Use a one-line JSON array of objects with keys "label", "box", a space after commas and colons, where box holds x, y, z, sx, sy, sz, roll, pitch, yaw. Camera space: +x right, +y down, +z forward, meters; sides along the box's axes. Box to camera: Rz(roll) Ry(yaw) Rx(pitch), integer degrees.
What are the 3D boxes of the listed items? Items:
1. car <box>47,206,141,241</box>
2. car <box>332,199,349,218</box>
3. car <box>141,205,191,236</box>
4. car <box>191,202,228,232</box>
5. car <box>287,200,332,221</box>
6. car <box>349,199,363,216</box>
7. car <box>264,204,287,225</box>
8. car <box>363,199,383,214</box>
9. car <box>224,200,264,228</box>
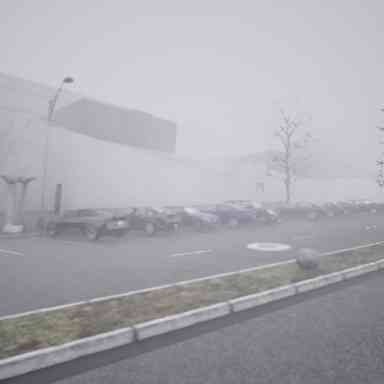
[{"label": "car", "box": [-5.221, 1.526, 16.656, 4.792, 1.488, 2.163, -1, 0, 33]}, {"label": "car", "box": [10.922, 1.515, 29.587, 4.892, 1.521, 2.231, 0, 0, 30]}, {"label": "car", "box": [-2.836, 1.496, 18.420, 4.892, 1.521, 2.231, -1, 0, 33]}, {"label": "car", "box": [-0.502, 1.535, 20.238, 4.674, 1.452, 2.002, -1, -1, 33]}, {"label": "car", "box": [8.671, 1.509, 27.671, 4.892, 1.521, 2.231, -1, 0, 30]}, {"label": "car", "box": [13.158, 1.523, 31.525, 4.892, 1.521, 2.231, 0, 0, 29]}, {"label": "car", "box": [4.090, 1.374, 23.932, 4.553, 1.767, 2.185, -1, -1, 31]}, {"label": "car", "box": [17.572, 1.544, 35.460, 5.008, 1.535, 2.097, 0, -1, 28]}, {"label": "car", "box": [1.819, 1.496, 22.058, 5.008, 1.535, 2.097, -1, 0, 32]}]
